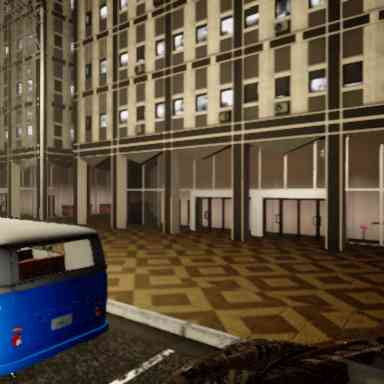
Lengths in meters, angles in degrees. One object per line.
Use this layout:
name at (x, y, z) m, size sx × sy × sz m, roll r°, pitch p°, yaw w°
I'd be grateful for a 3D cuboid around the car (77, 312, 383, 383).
car at (1.569, 1.568, 1.758) m, size 4.313 × 1.339 × 1.947 m, roll 0°, pitch 0°, yaw 36°

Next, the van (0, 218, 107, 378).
van at (-3.064, 1.311, 5.066) m, size 3.998 × 1.788 × 1.690 m, roll 0°, pitch 0°, yaw 36°
